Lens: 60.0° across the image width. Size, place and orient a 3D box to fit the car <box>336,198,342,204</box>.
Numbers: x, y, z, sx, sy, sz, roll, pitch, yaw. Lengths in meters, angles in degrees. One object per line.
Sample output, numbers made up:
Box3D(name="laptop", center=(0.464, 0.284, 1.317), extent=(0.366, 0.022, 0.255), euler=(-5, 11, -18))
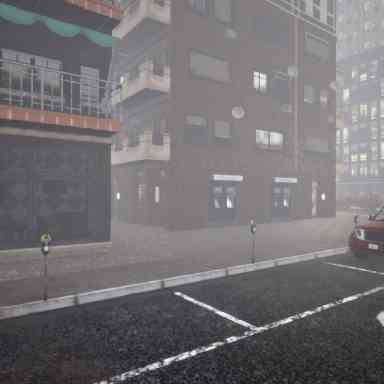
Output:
Box3D(name="car", center=(12.706, 1.333, 34.186), extent=(1.802, 1.307, 4.206), euler=(1, 0, -36))

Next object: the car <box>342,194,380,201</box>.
Box3D(name="car", center=(19.319, 1.112, 38.940), extent=(2.192, 1.841, 5.009), euler=(1, 0, -36))

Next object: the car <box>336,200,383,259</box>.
Box3D(name="car", center=(7.472, 1.318, 11.407), extent=(5.009, 1.841, 2.192), euler=(0, 0, -35))
